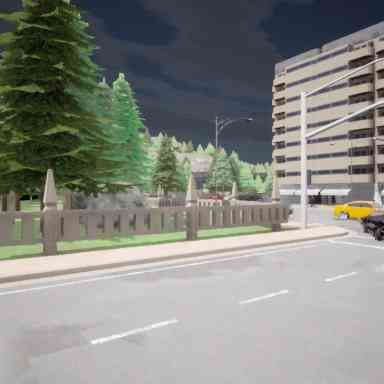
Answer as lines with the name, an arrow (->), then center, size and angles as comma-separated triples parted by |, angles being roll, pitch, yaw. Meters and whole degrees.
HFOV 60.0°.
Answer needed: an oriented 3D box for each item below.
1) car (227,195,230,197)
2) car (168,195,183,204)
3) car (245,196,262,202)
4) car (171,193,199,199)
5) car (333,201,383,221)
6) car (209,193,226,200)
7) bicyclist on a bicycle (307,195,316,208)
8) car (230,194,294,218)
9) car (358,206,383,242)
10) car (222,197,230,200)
car -> 9.239, 1.492, 67.906 | 2.033, 1.411, 5.357 | 0, 0, 20
car -> -3.052, 1.422, 62.199 | 1.882, 1.535, 5.008 | 0, 0, 8
car -> 14.303, 1.540, 77.284 | 1.895, 1.301, 4.718 | 0, 0, 40
car -> -1.328, 1.157, 42.804 | 2.150, 2.045, 5.566 | 0, 1, -17
car -> 13.255, 1.425, 24.958 | 1.882, 1.535, 5.008 | 0, 0, -41
car -> 4.801, 1.166, 65.225 | 2.150, 2.045, 5.566 | 0, 0, 14
bicyclist on a bicycle -> 15.306, 1.245, 42.449 | 1.656, 1.620, 0.582 | 0, 0, -29
car -> 6.078, 1.165, 28.677 | 2.150, 2.045, 5.566 | 0, 0, -33
car -> 9.761, 1.601, 16.337 | 1.895, 1.301, 4.718 | 0, 0, 17
car -> 5.584, 1.545, 35.978 | 1.895, 1.301, 4.718 | 0, 0, -29
